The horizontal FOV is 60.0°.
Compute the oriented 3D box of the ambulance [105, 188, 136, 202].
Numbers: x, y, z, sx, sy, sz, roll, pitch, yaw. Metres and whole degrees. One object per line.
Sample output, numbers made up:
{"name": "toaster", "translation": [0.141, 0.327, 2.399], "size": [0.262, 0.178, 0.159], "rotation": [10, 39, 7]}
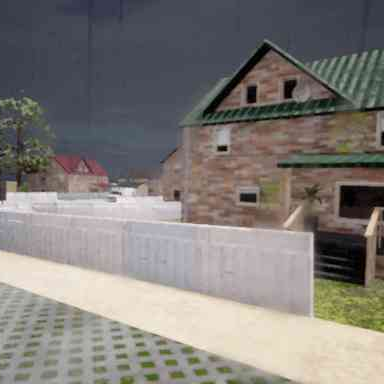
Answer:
{"name": "ambulance", "translation": [-11.651, 0.586, 54.476], "size": [2.351, 2.431, 6.366], "rotation": [2, 1, 19]}
